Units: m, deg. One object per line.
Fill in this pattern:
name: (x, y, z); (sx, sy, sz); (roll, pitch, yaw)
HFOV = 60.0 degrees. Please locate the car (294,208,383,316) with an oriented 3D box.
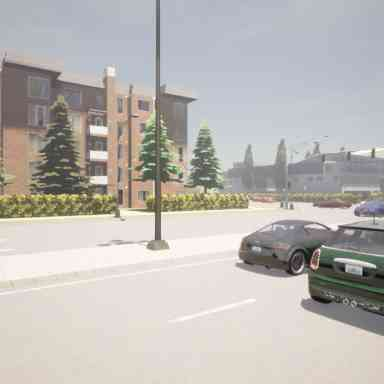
car: (4.505, 1.352, 6.944); (4.553, 1.767, 2.097); (0, 0, -36)

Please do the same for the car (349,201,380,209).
car: (16.567, 1.525, 30.219); (4.674, 1.442, 1.812); (0, 0, -37)

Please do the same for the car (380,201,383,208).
car: (11.496, 1.352, 16.264); (4.553, 1.767, 2.097); (0, 0, -36)

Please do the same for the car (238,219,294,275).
car: (3.445, 1.564, 10.479); (4.181, 1.385, 1.994); (0, 0, -36)

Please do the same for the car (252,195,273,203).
car: (14.128, 1.351, 66.994); (2.097, 1.767, 4.553); (0, 0, -34)

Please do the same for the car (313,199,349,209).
car: (18.552, 1.600, 44.141); (4.718, 1.301, 1.895); (0, 0, 25)
